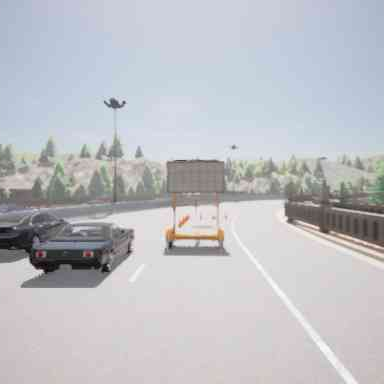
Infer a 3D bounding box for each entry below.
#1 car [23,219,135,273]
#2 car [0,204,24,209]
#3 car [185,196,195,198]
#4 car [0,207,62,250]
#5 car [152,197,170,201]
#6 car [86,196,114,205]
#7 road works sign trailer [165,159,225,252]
[{"bbox_3d":[-3.129,1.605,10.613,1.895,1.301,4.718,0,0,1],"label":"car"},{"bbox_3d":[-12.999,1.570,23.177,1.812,1.442,4.674,0,0,7],"label":"car"},{"bbox_3d":[-0.472,1.481,61.537,1.994,1.385,4.181,-1,0,30],"label":"car"},{"bbox_3d":[-6.540,1.525,13.507,1.837,1.490,4.892,0,0,2],"label":"car"},{"bbox_3d":[-5.900,1.576,66.101,1.895,1.301,4.718,-1,0,30],"label":"car"},{"bbox_3d":[-12.022,1.377,43.975,2.097,1.767,4.553,0,0,19],"label":"car"},{"bbox_3d":[0.180,0.446,13.887,2.380,3.560,2.880,0,0,5],"label":"road works sign trailer"}]
